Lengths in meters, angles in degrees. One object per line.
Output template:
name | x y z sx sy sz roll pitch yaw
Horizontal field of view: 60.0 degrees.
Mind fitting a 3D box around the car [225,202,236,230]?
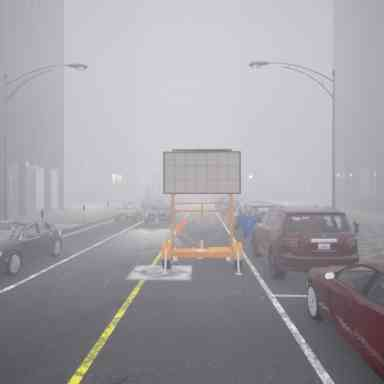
car | 3.410 1.550 20.949 2.008 1.369 4.403 0 0 2

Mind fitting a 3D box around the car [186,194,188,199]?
car | -3.054 1.342 87.030 2.192 1.841 5.009 0 0 2

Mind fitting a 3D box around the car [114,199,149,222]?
car | -4.955 1.524 26.583 1.752 1.417 4.829 0 0 2

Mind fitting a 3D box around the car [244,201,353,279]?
car | 3.065 1.314 9.903 2.192 1.841 5.009 0 0 2

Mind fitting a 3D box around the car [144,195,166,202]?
car | -4.602 1.313 37.797 2.192 1.841 5.009 0 0 2

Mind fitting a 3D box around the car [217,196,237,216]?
car | 3.754 1.439 31.994 1.967 1.590 4.097 0 0 2

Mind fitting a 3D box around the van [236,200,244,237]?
van | 3.237 1.340 15.425 1.690 1.788 3.998 0 0 2

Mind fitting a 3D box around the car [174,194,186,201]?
car | -3.231 1.335 81.389 2.192 1.841 5.009 0 0 2

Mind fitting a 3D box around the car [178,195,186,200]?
car | -2.876 1.600 92.670 1.947 1.339 4.313 0 0 2

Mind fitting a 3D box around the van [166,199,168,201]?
van | -4.427 1.340 43.319 1.690 1.788 3.998 0 0 2

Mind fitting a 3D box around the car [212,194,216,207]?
car | 4.098 1.314 43.039 2.192 1.841 5.009 0 0 2

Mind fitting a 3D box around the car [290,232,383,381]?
car | 2.893 1.544 4.380 1.887 1.381 4.507 0 0 2

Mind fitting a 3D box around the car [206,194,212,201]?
car | 5.289 1.335 81.112 2.192 1.841 5.009 0 0 2

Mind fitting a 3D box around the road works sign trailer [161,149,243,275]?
road works sign trailer | 0.311 0.463 10.457 2.380 3.560 2.880 0 0 2

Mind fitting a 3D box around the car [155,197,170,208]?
car | -4.258 1.525 48.671 1.752 1.417 4.829 0 0 2

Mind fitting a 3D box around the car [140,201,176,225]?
car | -2.258 1.599 24.174 1.895 1.301 4.718 0 0 2

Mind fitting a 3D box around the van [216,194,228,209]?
van | 3.926 1.339 37.516 1.690 1.788 3.998 0 0 2

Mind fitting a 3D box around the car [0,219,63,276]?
car | -5.472 1.550 10.186 2.008 1.369 4.403 0 0 2
